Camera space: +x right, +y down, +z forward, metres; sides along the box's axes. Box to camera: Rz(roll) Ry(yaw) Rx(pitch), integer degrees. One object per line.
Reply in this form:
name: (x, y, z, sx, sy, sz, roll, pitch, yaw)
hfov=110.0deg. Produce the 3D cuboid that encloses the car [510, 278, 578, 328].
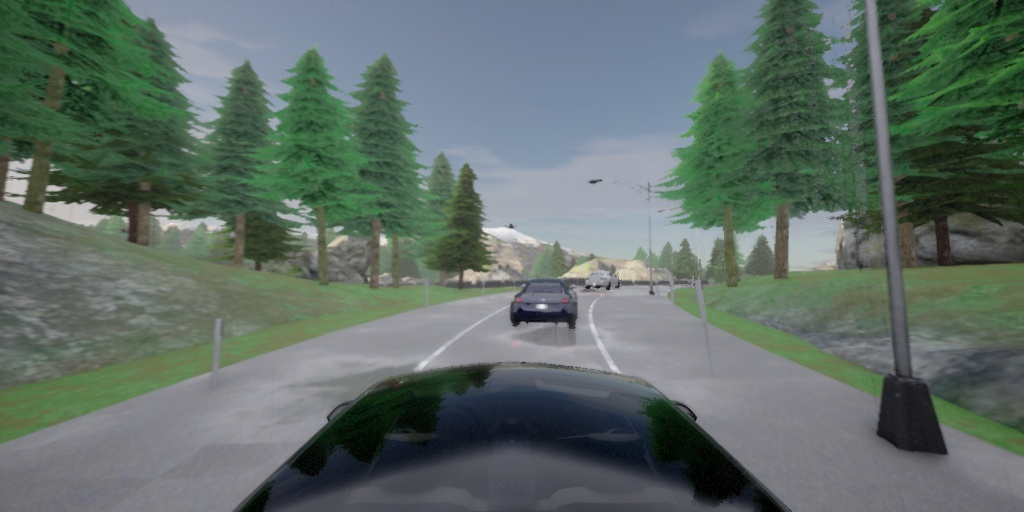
car: (1.186, 1.423, 11.969, 1.994, 1.385, 4.181, -1, -1, 10)

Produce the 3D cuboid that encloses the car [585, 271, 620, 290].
car: (7.175, 1.928, 28.342, 1.812, 1.442, 4.674, -3, -4, 29)
